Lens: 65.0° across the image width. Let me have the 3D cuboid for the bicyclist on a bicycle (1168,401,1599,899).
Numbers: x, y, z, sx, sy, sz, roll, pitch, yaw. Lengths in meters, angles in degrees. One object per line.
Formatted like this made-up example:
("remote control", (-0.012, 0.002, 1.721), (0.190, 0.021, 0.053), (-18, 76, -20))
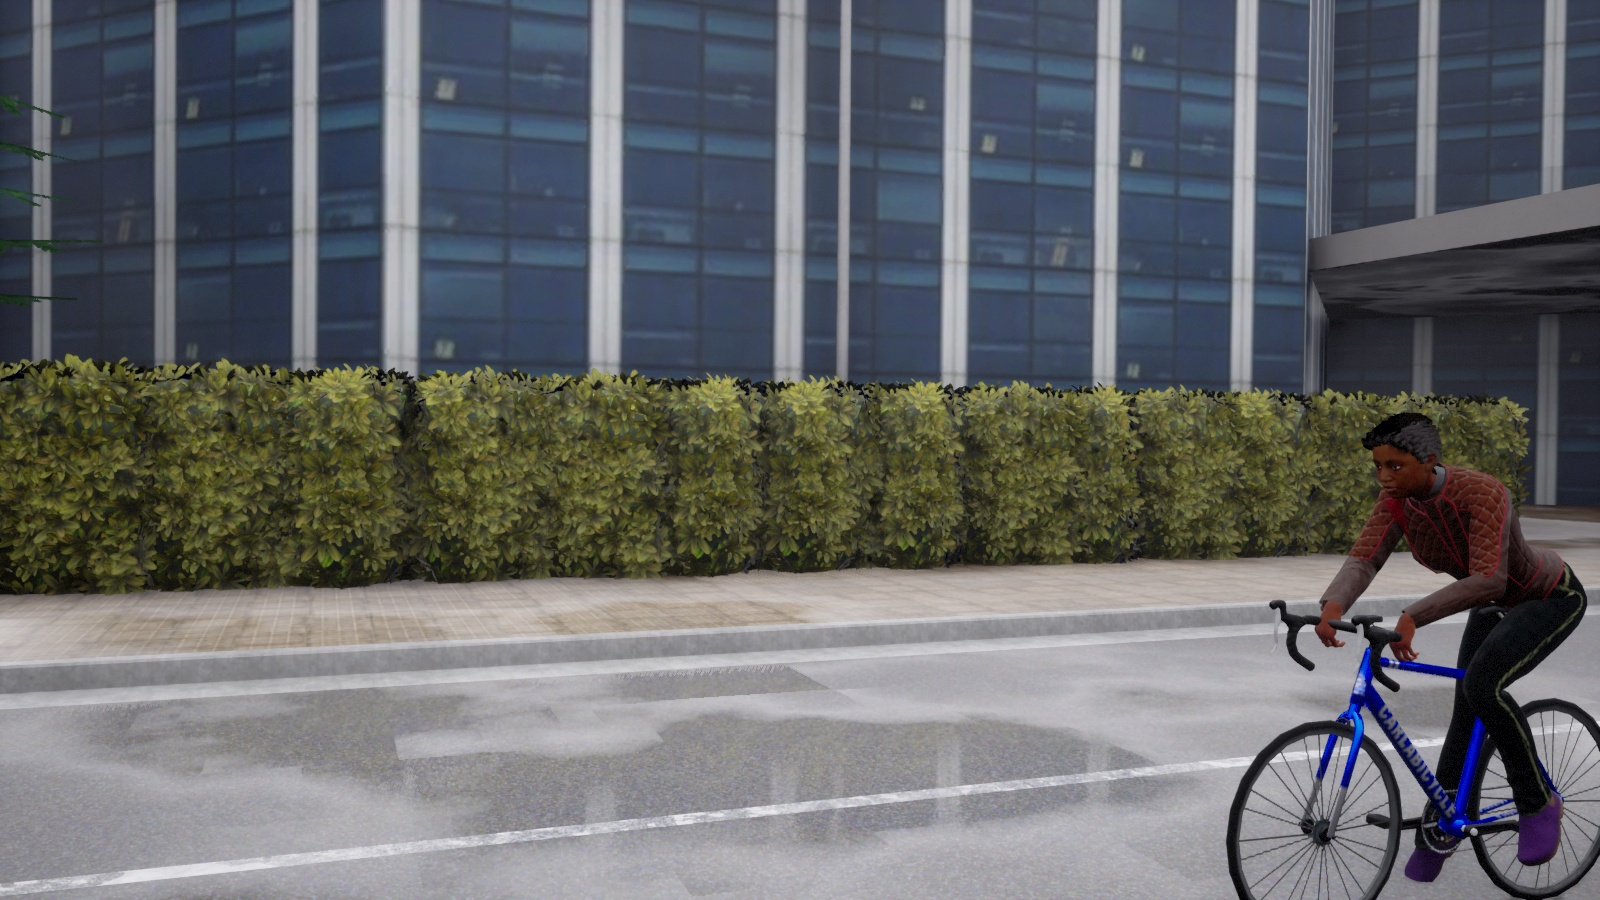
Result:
("bicyclist on a bicycle", (2.059, 0.663, 4.021), (1.656, 1.620, 0.582), (-1, 1, -21))
